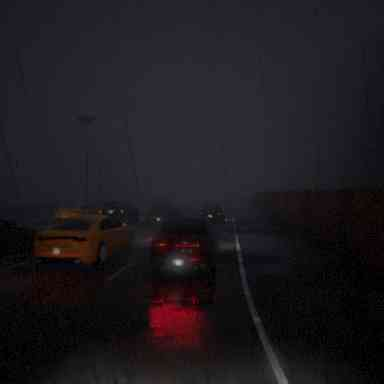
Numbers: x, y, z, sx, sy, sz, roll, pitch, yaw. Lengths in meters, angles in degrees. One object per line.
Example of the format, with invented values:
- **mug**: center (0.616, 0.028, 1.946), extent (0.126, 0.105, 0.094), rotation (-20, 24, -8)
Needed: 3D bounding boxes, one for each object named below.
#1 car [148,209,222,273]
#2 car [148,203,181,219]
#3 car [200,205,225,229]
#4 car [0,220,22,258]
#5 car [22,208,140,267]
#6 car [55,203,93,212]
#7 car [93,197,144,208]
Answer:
- **car**: center (-0.083, 1.559, 10.979), extent (1.837, 1.490, 4.892), rotation (0, 0, 6)
- **car**: center (-2.022, 1.628, 25.415), extent (1.837, 1.490, 4.892), rotation (0, 0, 7)
- **car**: center (1.500, 1.685, 25.384), extent (1.994, 1.385, 4.181), rotation (0, 0, 7)
- **car**: center (-7.053, 1.622, 11.558), extent (1.994, 1.385, 4.181), rotation (0, 0, 6)
- **car**: center (-3.514, 1.535, 11.783), extent (1.882, 1.535, 5.008), rotation (0, 0, 7)
- **car**: center (-8.952, 1.606, 26.414), extent (1.882, 1.535, 5.008), rotation (0, 0, 7)
- **car**: center (-5.513, 1.475, 25.694), extent (2.097, 1.767, 4.553), rotation (0, 0, 7)
